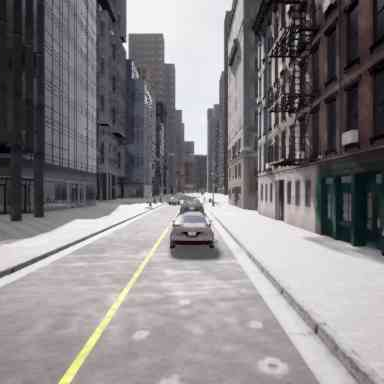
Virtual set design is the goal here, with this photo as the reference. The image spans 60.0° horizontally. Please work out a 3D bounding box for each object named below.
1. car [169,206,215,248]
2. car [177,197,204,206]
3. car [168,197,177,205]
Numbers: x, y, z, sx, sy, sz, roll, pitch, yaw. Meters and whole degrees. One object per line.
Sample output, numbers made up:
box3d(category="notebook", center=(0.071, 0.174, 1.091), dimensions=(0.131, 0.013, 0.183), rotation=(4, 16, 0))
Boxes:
box3d(category="car", center=(0.001, 1.565, 14.651), dimensions=(2.033, 1.411, 5.357), rotation=(0, 0, 0))
box3d(category="car", center=(0.001, 1.375, 29.621), dimensions=(2.097, 1.767, 4.553), rotation=(0, 0, 0))
box3d(category="car", center=(-3.000, 1.638, 57.651), dimensions=(1.994, 1.385, 4.181), rotation=(0, 0, 0))
